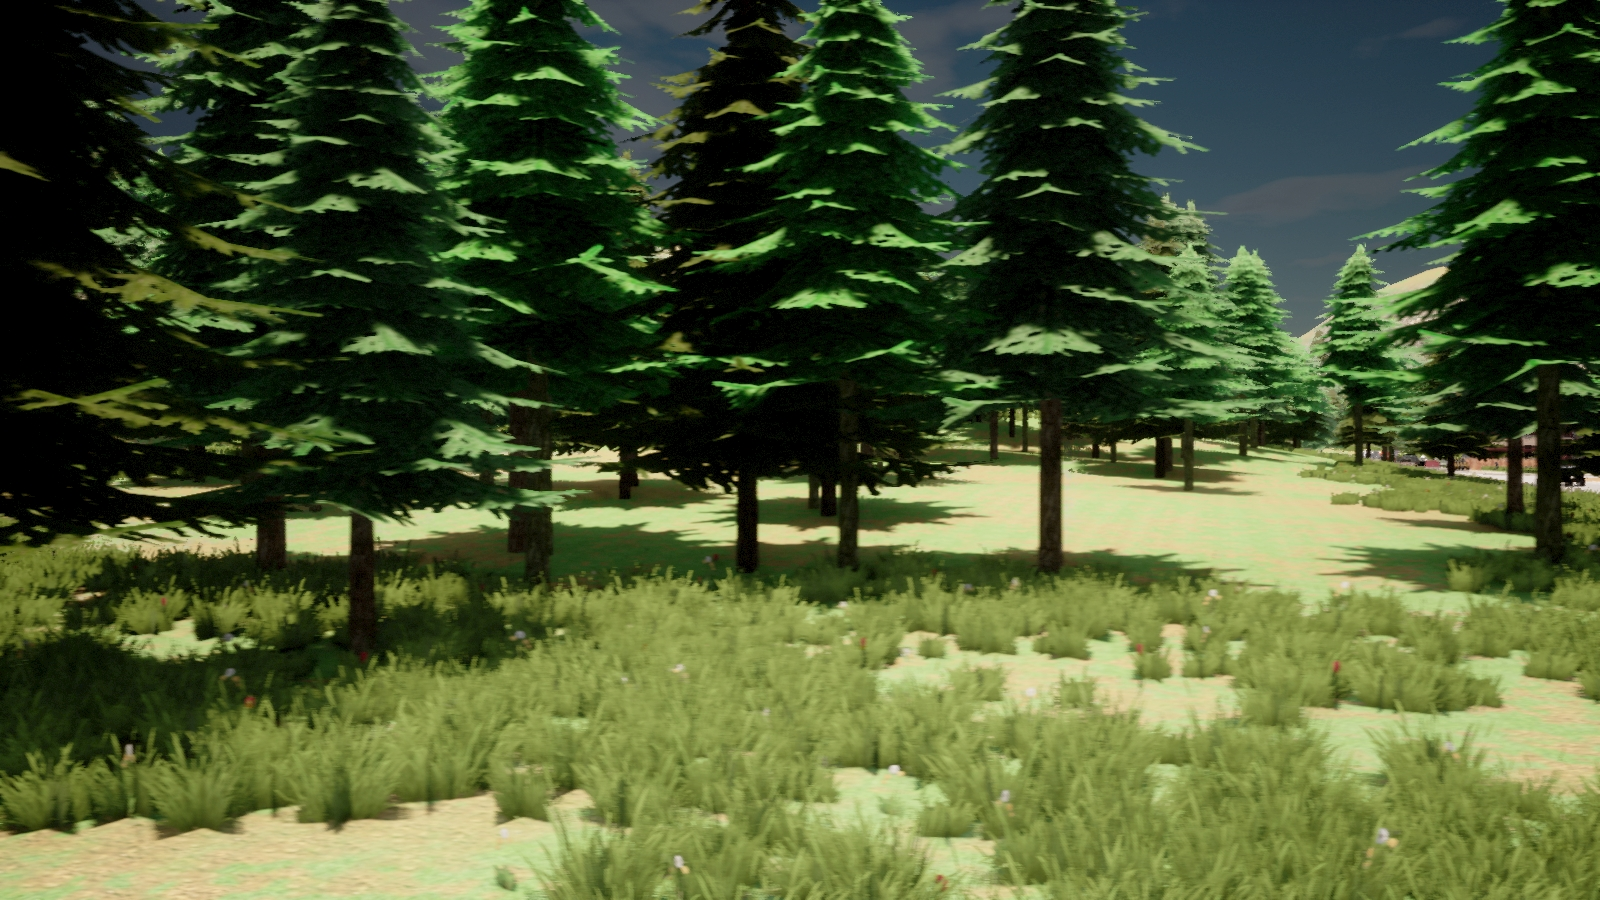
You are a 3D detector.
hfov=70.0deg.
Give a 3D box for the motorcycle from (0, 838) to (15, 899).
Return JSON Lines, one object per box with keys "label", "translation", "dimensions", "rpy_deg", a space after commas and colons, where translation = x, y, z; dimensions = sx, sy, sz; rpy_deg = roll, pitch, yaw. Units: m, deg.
{"label": "motorcycle", "translation": [-4.313, 2.175, 4.527], "dimensions": [2.356, 1.277, 0.764], "rpy_deg": [0, 0, 20]}
